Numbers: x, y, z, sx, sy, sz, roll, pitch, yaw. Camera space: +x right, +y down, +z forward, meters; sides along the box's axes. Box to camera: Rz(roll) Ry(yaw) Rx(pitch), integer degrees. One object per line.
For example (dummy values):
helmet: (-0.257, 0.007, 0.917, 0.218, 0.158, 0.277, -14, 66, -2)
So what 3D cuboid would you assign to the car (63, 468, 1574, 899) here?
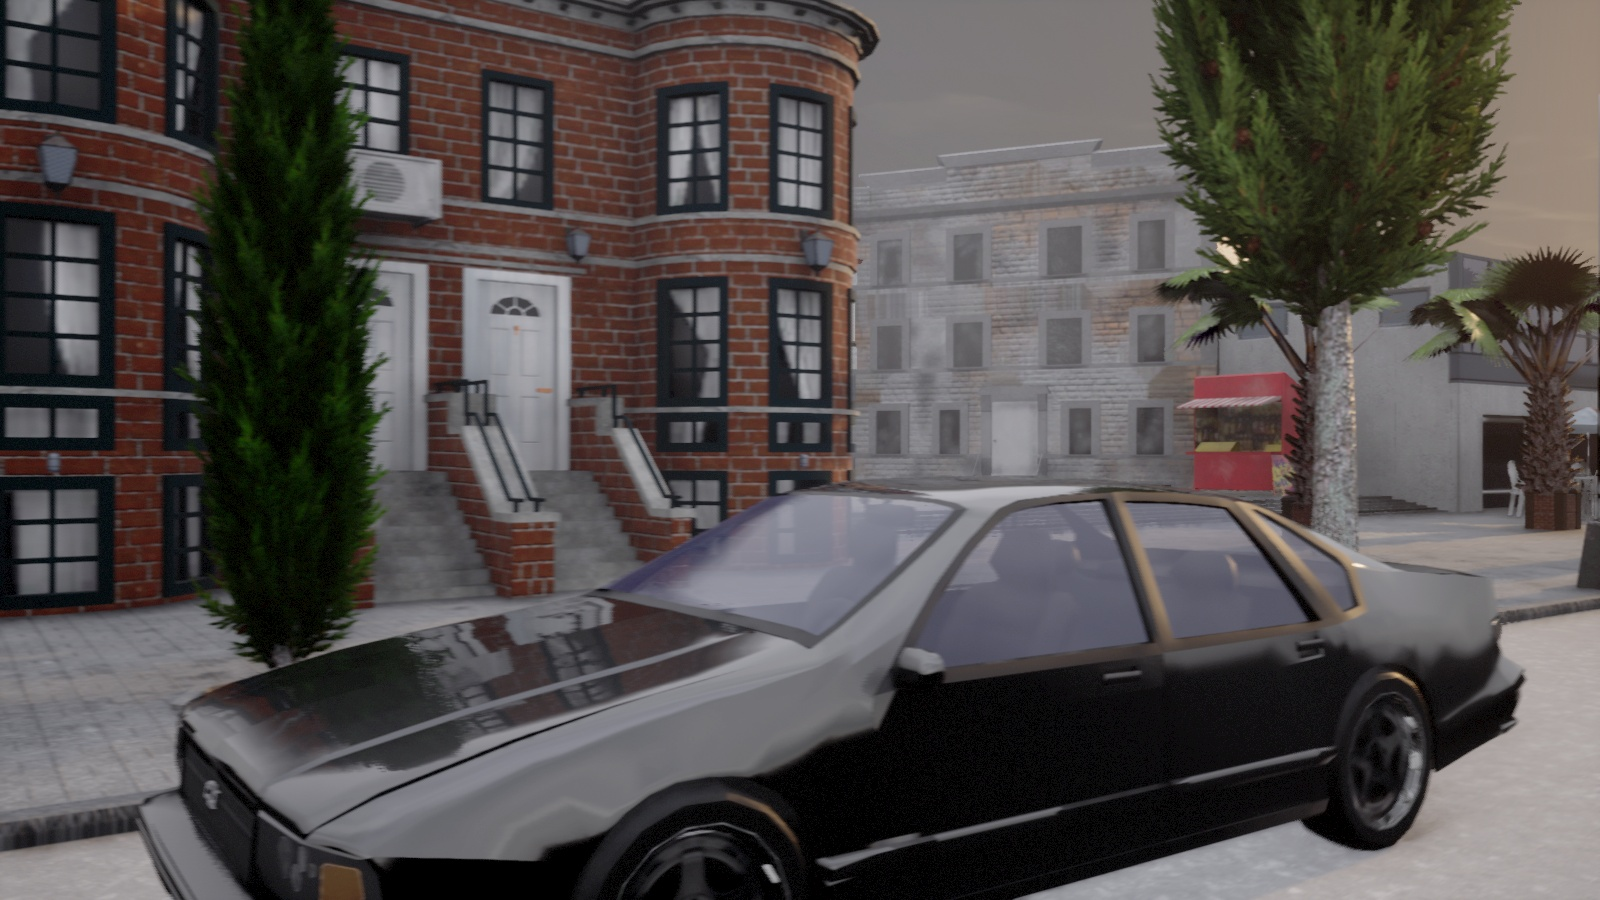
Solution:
car: (0.485, 0.803, 4.604, 5.357, 1.411, 2.033, 0, 0, -35)
